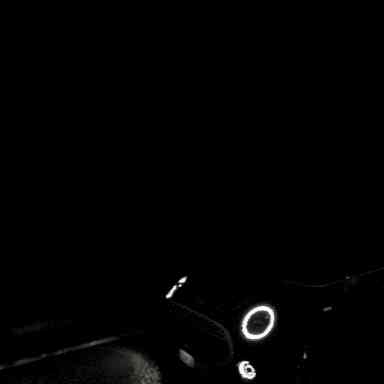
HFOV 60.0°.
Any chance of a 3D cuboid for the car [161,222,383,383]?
[{"bbox_3d":[1.771,1.402,5.249,4.553,1.767,2.097,1,-1,-35],"label":"car"}]
